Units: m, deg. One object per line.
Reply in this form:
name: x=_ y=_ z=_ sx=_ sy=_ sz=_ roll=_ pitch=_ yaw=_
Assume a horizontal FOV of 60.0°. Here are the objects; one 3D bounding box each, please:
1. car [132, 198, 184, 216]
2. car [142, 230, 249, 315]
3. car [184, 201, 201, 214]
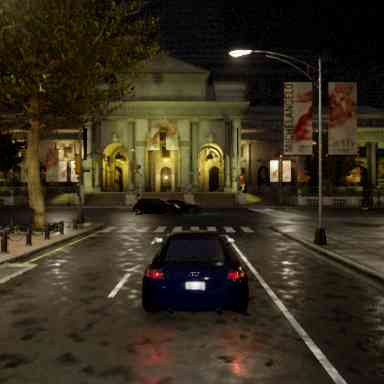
car: x=-3.278 y=1.351 z=31.611 sx=4.553 sy=1.767 sz=2.097 roll=0 pitch=0 yaw=0
car: x=0.073 y=1.564 z=7.676 sx=1.994 sy=1.385 sz=4.181 roll=0 pitch=0 yaw=0
car: x=-1.531 y=1.504 z=35.102 sx=4.892 sy=1.490 sz=1.837 roll=0 pitch=0 yaw=0
